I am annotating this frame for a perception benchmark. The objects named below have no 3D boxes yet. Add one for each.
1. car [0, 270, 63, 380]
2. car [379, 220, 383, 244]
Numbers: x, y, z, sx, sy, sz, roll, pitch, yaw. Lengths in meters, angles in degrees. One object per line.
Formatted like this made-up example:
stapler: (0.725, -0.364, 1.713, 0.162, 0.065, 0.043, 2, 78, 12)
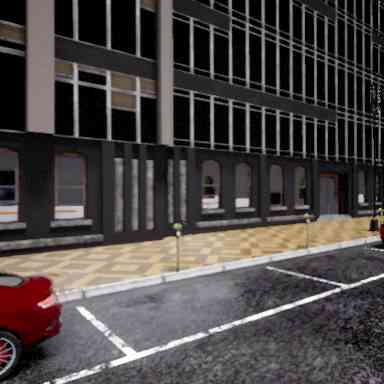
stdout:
car: (-3.739, 1.607, 3.860, 4.206, 1.307, 1.802, 0, 0, -36)
car: (9.701, 1.230, 13.631, 5.009, 1.841, 2.192, 0, 0, -36)
